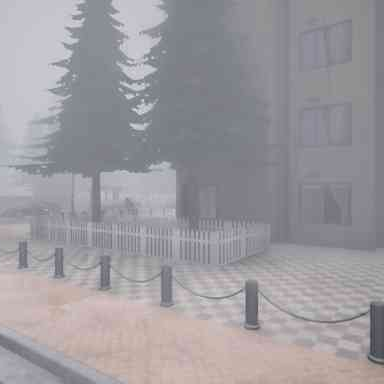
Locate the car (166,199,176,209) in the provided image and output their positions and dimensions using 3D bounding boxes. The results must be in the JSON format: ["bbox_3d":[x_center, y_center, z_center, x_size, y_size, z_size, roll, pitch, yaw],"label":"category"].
[{"bbox_3d":[-1.574,1.510,45.053,1.812,1.442,4.674,0,0,37],"label":"car"}]

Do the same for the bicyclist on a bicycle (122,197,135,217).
[{"bbox_3d":[-5.309,1.285,27.828,1.656,1.620,0.582,0,0,37],"label":"bicyclist on a bicycle"}]

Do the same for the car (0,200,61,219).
[{"bbox_3d":[-13.914,1.476,28.872,2.128,1.511,4.902,0,0,37],"label":"car"}]

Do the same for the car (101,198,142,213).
[{"bbox_3d":[-7.788,1.462,36.924,1.882,1.535,5.008,0,0,37],"label":"car"}]
